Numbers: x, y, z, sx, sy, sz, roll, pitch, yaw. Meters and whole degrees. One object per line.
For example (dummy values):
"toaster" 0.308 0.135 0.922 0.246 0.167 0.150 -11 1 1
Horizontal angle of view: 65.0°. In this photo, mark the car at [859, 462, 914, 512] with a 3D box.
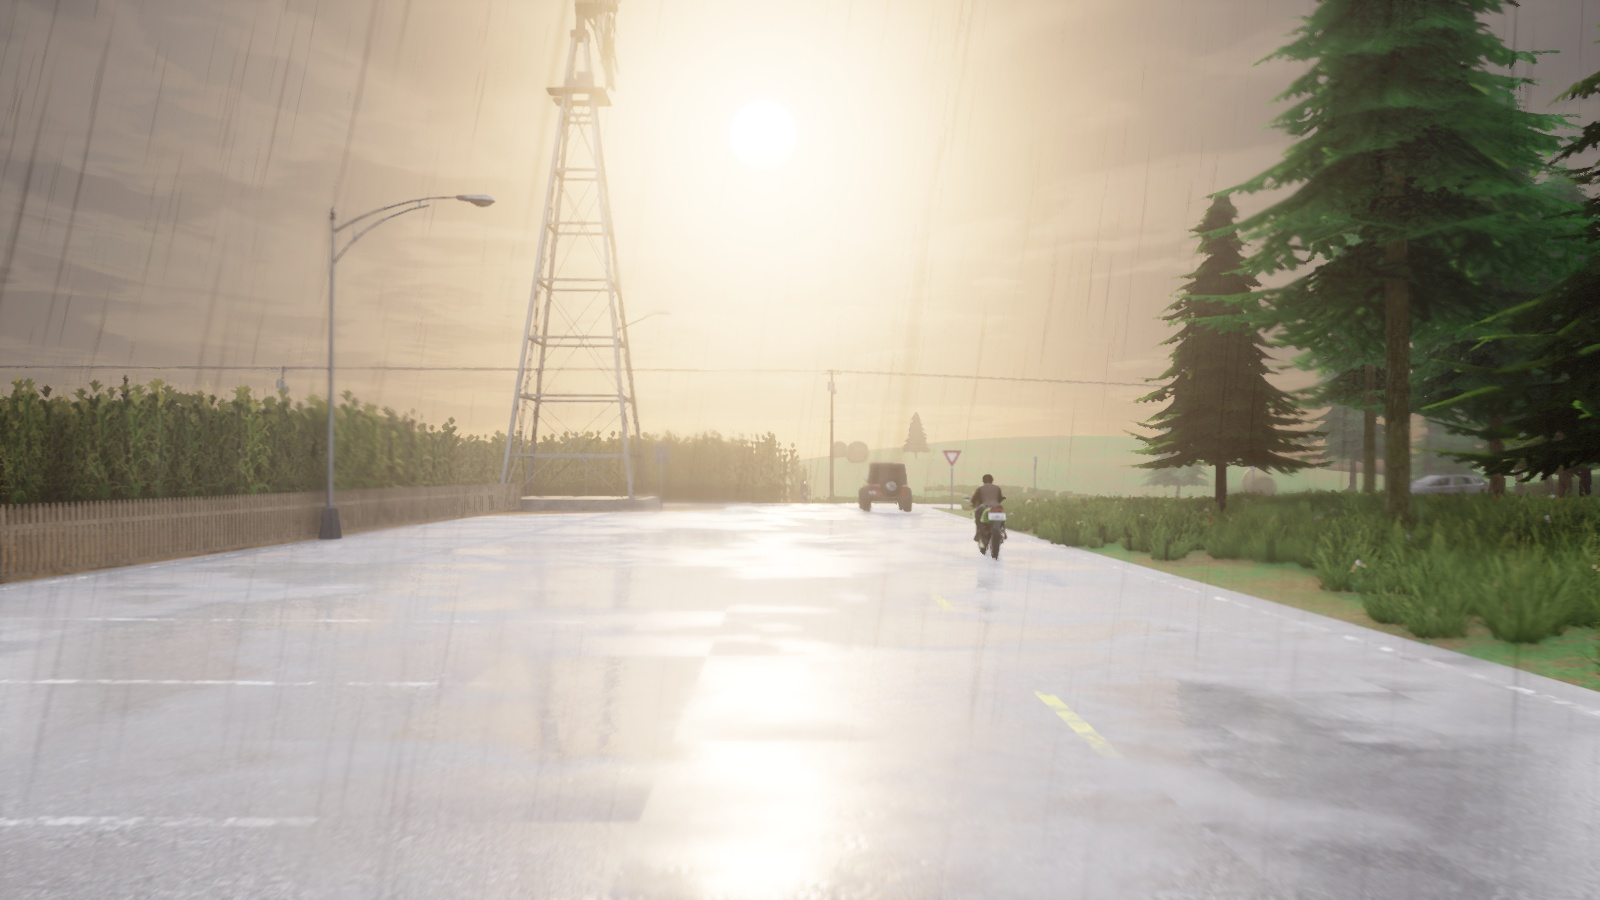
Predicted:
"car" 3.379 1.428 49.637 1.905 1.878 3.866 0 -1 0

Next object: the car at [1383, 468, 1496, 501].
"car" 32.659 1.743 64.206 4.611 1.667 2.242 0 -1 -1

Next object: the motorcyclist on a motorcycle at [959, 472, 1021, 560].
"motorcyclist on a motorcycle" 3.444 1.167 22.924 0.797 1.523 2.044 0 -1 0
